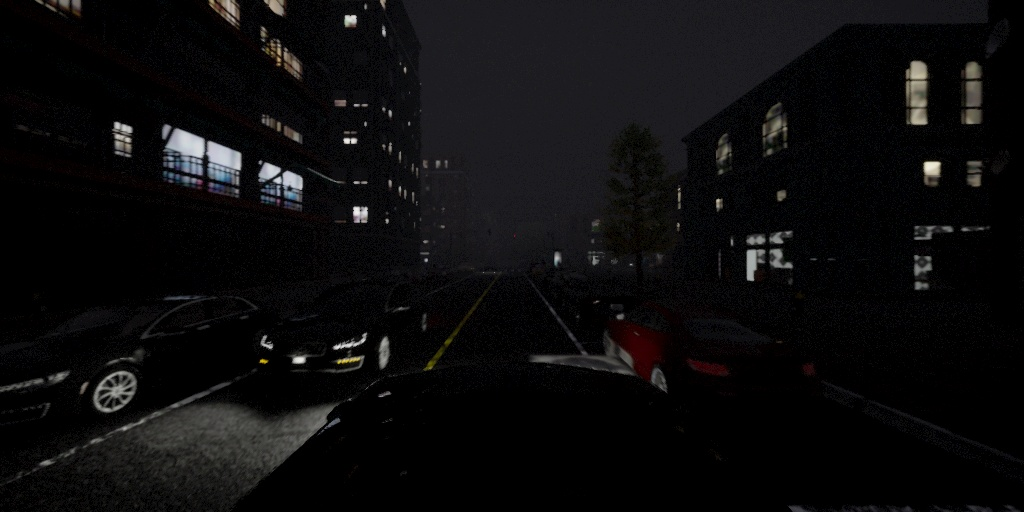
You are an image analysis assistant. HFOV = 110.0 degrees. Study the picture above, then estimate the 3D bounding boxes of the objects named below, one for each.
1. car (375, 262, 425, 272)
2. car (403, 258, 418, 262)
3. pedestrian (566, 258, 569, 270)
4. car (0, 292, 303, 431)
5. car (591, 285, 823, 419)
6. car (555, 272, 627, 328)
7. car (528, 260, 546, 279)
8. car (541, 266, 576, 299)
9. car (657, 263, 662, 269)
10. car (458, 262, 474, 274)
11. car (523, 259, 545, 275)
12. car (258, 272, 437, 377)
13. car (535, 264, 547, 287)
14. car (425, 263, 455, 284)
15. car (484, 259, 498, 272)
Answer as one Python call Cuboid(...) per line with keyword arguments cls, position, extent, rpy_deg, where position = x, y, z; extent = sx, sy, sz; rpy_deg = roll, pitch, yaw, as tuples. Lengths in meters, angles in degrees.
Cuboid(cls="car", position=(-5.687, 1.238, 16.825), extent=(1.967, 1.591, 4.097), rpy_deg=(0, 0, 0))
Cuboid(cls="car", position=(-17.264, 1.208, 58.757), extent=(5.009, 1.841, 2.192), rpy_deg=(0, 0, 0))
Cuboid(cls="pedestrian", position=(8.146, 1.173, 52.928), extent=(0.375, 1.860, 0.375), rpy_deg=(0, 0, 0))
Cuboid(cls="car", position=(-5.689, 1.312, 5.748), extent=(2.007, 1.370, 4.403), rpy_deg=(0, 0, 0))
Cuboid(cls="car", position=(2.691, 1.344, 5.746), extent=(1.802, 1.307, 4.207), rpy_deg=(0, 0, 0))
Cuboid(cls="car", position=(2.692, 1.345, 11.286), extent=(1.948, 1.339, 4.313), rpy_deg=(0, 0, 0))
Cuboid(cls="car", position=(2.697, 1.381, 33.612), extent=(1.751, 1.417, 4.829), rpy_deg=(0, 0, 0))
Cuboid(cls="car", position=(2.694, 1.349, 16.823), extent=(2.007, 1.370, 4.403), rpy_deg=(0, 0, 0))
Cuboid(cls="car", position=(26.159, 1.615, 59.003), extent=(4.507, 1.381, 1.888), rpy_deg=(0, 0, 0))
Cuboid(cls="car", position=(-5.682, 1.420, 44.354), extent=(1.751, 1.417, 4.829), rpy_deg=(0, 0, 0))
Cuboid(cls="car", position=(2.698, 1.190, 38.982), extent=(2.192, 1.841, 5.009), rpy_deg=(0, 0, 0))
Cuboid(cls="car", position=(-3.099, 1.272, 7.650), extent=(1.837, 1.490, 4.892), rpy_deg=(0, 0, 0))
Cuboid(cls="car", position=(2.694, 1.383, 22.363), extent=(1.948, 1.339, 4.313), rpy_deg=(0, 0, 0))
Cuboid(cls="car", position=(-5.685, 1.276, 27.905), extent=(1.967, 1.591, 4.097), rpy_deg=(0, 0, 0))
Cuboid(cls="car", position=(-2.990, 1.472, 51.207), extent=(2.033, 1.411, 5.357), rpy_deg=(0, 0, 0))
